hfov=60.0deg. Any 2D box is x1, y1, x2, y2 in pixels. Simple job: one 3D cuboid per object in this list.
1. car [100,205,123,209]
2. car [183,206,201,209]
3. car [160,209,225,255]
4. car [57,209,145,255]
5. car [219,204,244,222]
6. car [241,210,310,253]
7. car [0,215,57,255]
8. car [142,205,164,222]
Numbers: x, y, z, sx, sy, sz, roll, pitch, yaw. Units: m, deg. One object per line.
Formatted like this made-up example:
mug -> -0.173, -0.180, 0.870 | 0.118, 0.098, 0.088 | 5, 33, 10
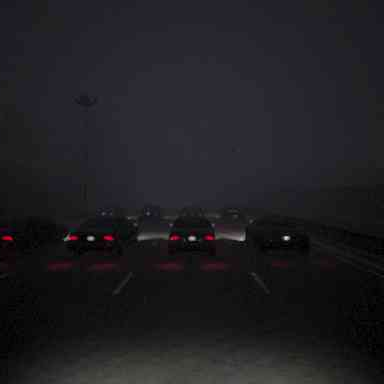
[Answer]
car -> -6.989, 1.821, 28.991 | 2.033, 1.411, 5.357 | 0, -1, 0
car -> 0.012, 1.876, 29.106 | 1.895, 1.301, 4.718 | 0, 0, 0
car -> 0.006, 1.680, 13.989 | 2.033, 1.411, 5.357 | 0, -1, 0
car -> -3.494, 1.680, 13.990 | 2.033, 1.411, 5.357 | 0, -1, 0
car -> 3.514, 1.770, 29.290 | 2.128, 1.511, 4.902 | 0, 0, 0
car -> 3.508, 1.701, 14.332 | 1.994, 1.385, 4.181 | 0, 0, 0
car -> -6.994, 1.680, 13.991 | 2.033, 1.411, 5.357 | 0, -1, 0
car -> -3.489, 1.821, 28.990 | 2.033, 1.411, 5.357 | 0, -1, 0
